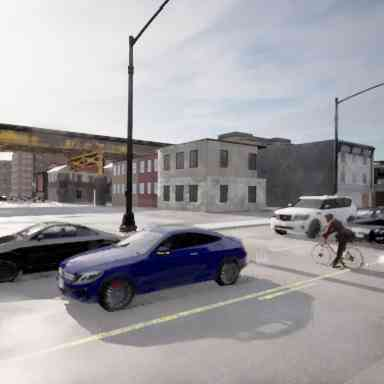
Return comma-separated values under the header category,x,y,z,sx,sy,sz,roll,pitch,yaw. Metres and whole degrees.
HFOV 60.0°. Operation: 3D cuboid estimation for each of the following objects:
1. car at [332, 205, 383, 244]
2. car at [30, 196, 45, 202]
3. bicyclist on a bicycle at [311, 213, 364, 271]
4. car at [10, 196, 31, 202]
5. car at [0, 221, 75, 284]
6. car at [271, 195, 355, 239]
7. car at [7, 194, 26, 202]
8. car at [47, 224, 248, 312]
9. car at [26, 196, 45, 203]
category,x,y,z,sx,sy,sz,roll,pitch,yaw
car,8.719,1.483,14.831,4.902,1.511,2.128,0,0,-36
car,-35.875,1.621,77.211,1.853,1.218,4.536,1,0,-6
bicyclist on a bicycle,4.249,1.465,9.869,0.582,1.620,1.656,0,-2,-37
car,-39.644,1.579,77.035,4.536,1.218,1.853,0,-1,24
car,-4.163,1.573,9.644,4.181,1.385,1.994,0,0,-37
car,6.645,1.215,17.675,5.566,2.045,2.150,0,0,-36
car,-39.598,1.737,77.013,4.974,1.542,2.038,0,-1,24
car,-0.680,1.534,7.874,4.674,1.442,1.812,0,0,-37
car,-35.870,1.779,77.158,2.038,1.542,4.974,1,0,-6
